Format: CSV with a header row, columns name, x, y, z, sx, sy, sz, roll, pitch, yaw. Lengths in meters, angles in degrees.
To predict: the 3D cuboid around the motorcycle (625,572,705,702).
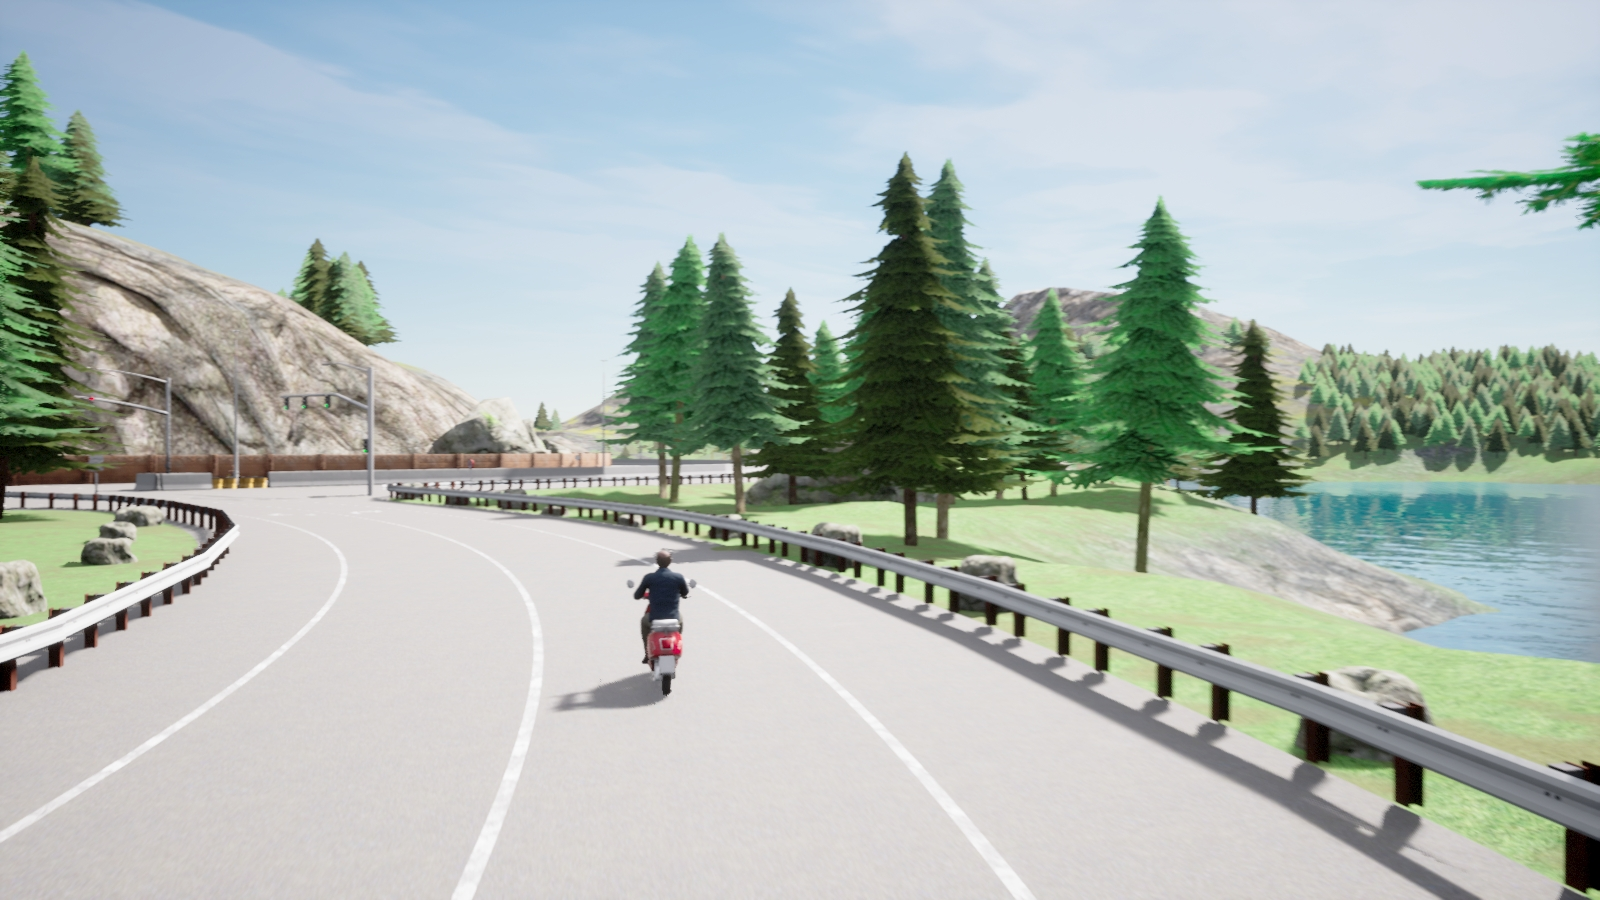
name,x,y,z,sx,sy,sz,roll,pitch,yaw
motorcycle,-1.646,2.183,13.680,0.856,1.236,1.805,0,0,-10
